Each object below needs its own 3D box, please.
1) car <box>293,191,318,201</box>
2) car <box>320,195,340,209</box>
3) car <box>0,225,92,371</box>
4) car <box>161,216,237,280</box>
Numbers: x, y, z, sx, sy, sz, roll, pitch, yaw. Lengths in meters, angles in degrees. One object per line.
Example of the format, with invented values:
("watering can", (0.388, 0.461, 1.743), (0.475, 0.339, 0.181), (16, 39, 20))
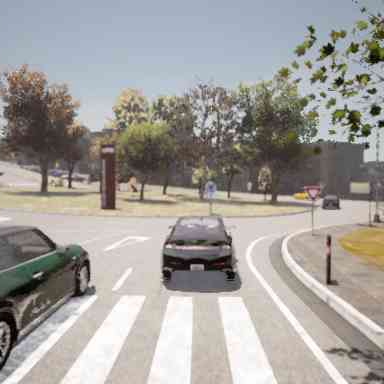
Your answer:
("car", (19.447, 0.616, 57.191), (1.882, 1.535, 5.008), (-1, 2, -20))
("car", (16.688, 1.149, 40.146), (1.837, 1.490, 4.892), (1, 2, 21))
("car", (-3.338, 1.330, 5.664), (2.097, 1.767, 4.553), (0, 0, 1))
("car", (0.275, 1.443, 9.810), (2.128, 1.511, 4.902), (0, 0, 4))
